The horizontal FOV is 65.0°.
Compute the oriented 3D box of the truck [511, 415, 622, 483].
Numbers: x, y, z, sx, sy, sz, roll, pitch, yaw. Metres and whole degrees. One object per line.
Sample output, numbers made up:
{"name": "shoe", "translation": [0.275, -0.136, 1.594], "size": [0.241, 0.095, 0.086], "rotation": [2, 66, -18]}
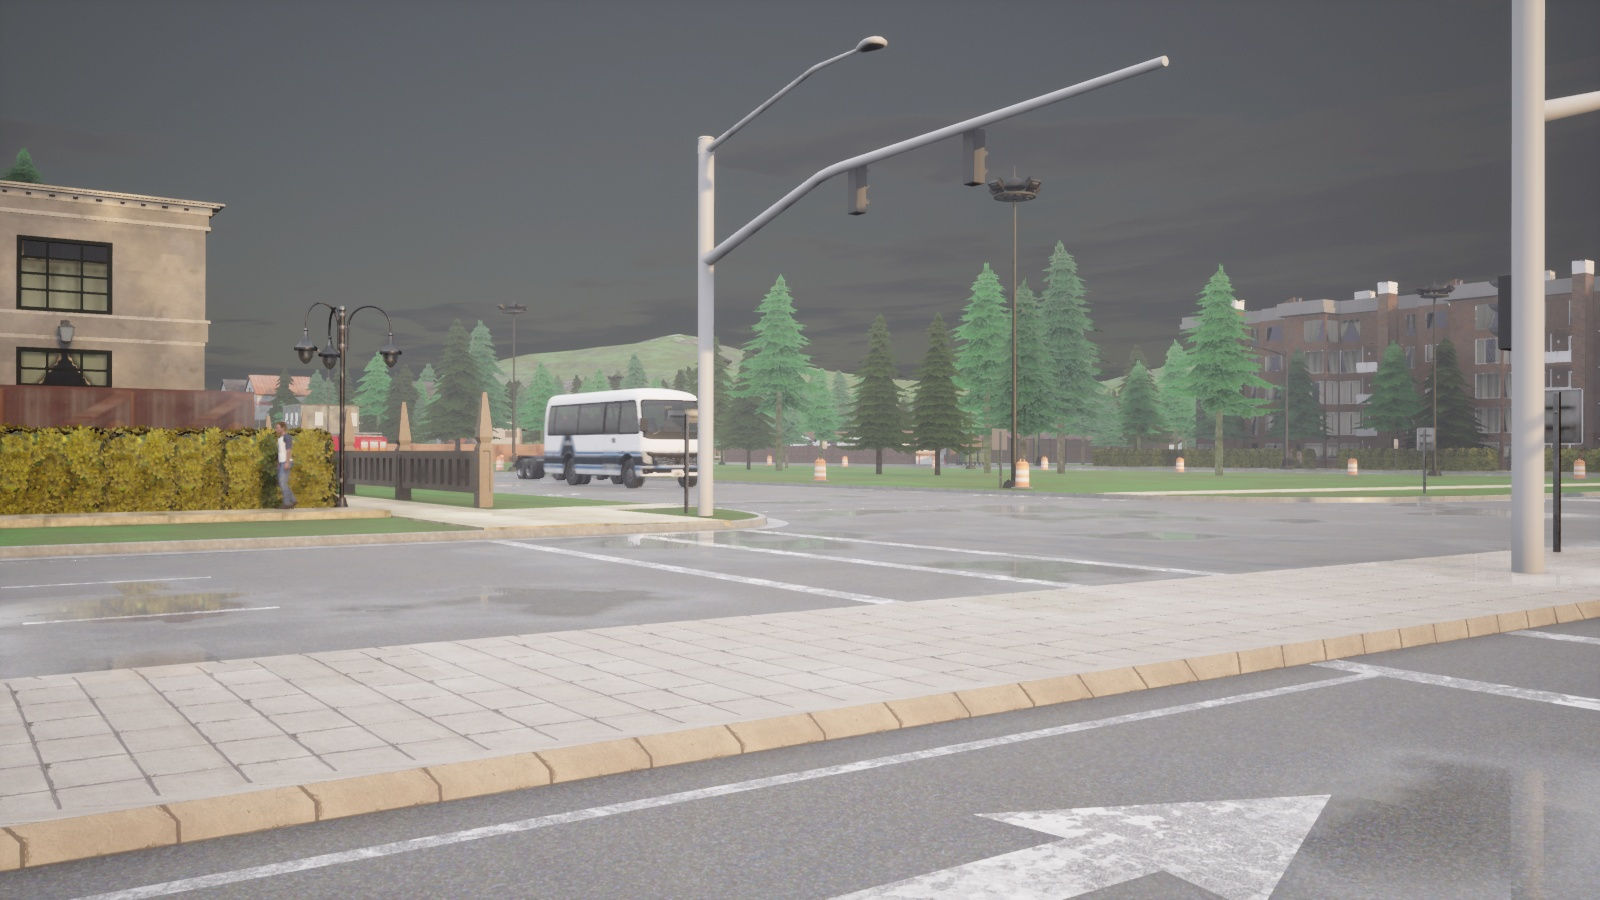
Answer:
{"name": "truck", "translation": [-12.920, -0.041, 68.869], "size": [2.891, 3.462, 7.936], "rotation": [0, 0, -35]}

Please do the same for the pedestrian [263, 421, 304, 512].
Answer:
{"name": "pedestrian", "translation": [-10.628, 0.332, 25.858], "size": [0.706, 1.836, 0.354], "rotation": [0, 0, -38]}

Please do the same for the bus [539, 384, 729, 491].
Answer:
{"name": "bus", "translation": [-7.522, -0.481, 55.243], "size": [3.944, 4.253, 10.273], "rotation": [0, 0, -35]}
